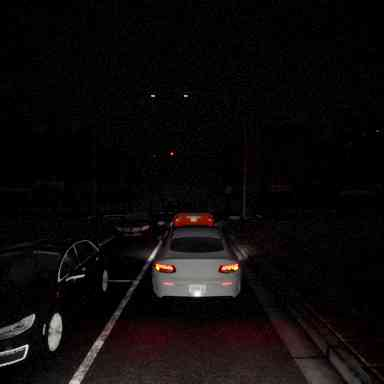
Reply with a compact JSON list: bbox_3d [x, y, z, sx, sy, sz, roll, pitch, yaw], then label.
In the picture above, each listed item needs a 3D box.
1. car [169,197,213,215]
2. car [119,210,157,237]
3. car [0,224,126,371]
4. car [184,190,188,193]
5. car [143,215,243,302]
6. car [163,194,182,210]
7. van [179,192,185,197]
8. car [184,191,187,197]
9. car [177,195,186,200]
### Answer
[{"bbox_3d":[0.080,1.353,18.072,2.097,1.767,4.553,0,0,0],"label":"car"},{"bbox_3d":[-2.676,1.582,16.711,1.802,1.307,4.206,-2,0,0],"label":"car"},{"bbox_3d":[-2.665,1.548,5.817,2.008,1.369,4.403,-2,0,0],"label":"car"},{"bbox_3d":[-2.758,1.132,93.358,2.192,1.841,5.009,-1,1,0],"label":"car"},{"bbox_3d":[0.091,1.523,8.109,1.812,1.442,4.674,0,0,0],"label":"car"},{"bbox_3d":[-2.712,1.483,43.489,1.967,1.590,4.097,-2,0,0],"label":"car"},{"bbox_3d":[-2.734,1.359,65.645,1.690,1.788,3.998,-1,0,0],"label":"van"},{"bbox_3d":[-2.740,1.308,71.188,2.192,1.841,5.009,-1,0,0],"label":"car"},{"bbox_3d":[-2.749,1.429,87.809,2.008,1.369,4.403,-1,0,0],"label":"car"}]
